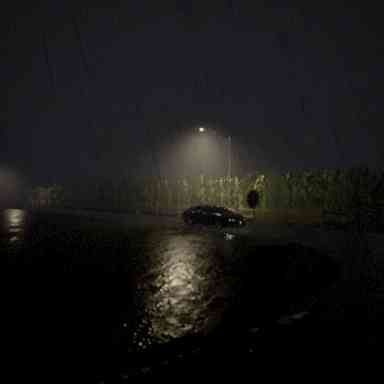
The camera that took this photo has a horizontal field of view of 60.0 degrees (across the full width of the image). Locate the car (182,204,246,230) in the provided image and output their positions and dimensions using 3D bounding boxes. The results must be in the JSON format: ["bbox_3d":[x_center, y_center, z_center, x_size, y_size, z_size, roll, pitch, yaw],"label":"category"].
[{"bbox_3d":[1.357,1.593,21.892,1.837,1.490,4.892,1,-1,-41],"label":"car"}]
